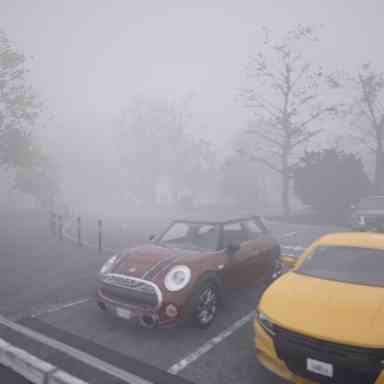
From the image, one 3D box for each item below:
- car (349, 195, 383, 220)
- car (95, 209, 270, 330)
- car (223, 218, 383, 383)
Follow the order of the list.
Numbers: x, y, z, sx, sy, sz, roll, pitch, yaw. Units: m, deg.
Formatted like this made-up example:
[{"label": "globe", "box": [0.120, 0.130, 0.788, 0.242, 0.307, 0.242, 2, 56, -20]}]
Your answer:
[{"label": "car", "box": [8.985, 1.189, 15.818, 2.435, 2.045, 5.566, 0, 0, 35]}, {"label": "car", "box": [0.208, 1.308, 7.060, 2.185, 1.767, 4.553, 0, 0, 35]}, {"label": "car", "box": [2.679, 1.442, 5.298, 2.097, 1.535, 5.008, 0, 0, 35]}]
